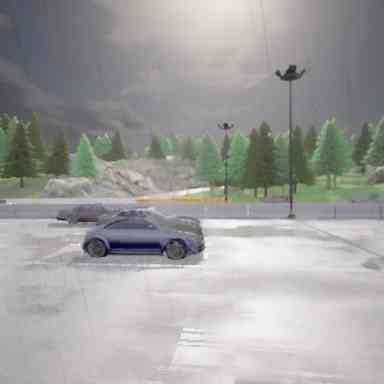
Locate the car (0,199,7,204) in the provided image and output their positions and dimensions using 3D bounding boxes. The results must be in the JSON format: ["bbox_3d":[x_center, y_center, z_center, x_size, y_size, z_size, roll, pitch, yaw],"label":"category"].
[{"bbox_3d":[-26.451,1.482,42.972,4.902,1.511,2.128,0,0,7],"label":"car"}]

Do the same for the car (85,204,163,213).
[{"bbox_3d":[-1.990,1.442,15.262,4.902,1.511,2.128,0,0,7],"label":"car"}]

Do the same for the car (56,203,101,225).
[{"bbox_3d":[-6.487,1.496,22.834,5.357,1.411,2.033,0,0,7],"label":"car"}]

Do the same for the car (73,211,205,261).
[{"bbox_3d":[-1.642,1.527,11.699,4.181,1.385,1.994,0,0,7],"label":"car"}]

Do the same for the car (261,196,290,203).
[{"bbox_3d":[12.342,1.286,49.251,4.181,1.385,1.994,0,0,36],"label":"car"}]
